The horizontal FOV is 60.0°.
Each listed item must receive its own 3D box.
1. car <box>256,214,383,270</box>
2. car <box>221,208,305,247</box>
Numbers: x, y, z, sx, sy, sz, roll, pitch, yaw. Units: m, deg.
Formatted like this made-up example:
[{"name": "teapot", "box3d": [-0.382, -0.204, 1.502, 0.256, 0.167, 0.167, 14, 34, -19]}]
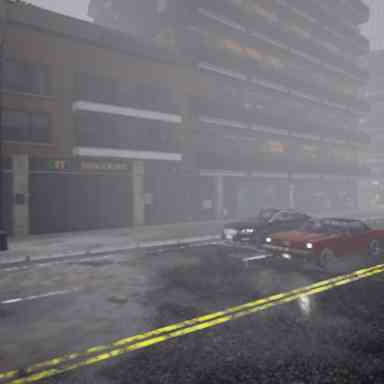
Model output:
[{"name": "car", "box3d": [4.540, 1.559, 11.094, 4.718, 1.301, 1.895, 0, 0, -37]}, {"name": "car", "box3d": [3.385, 1.451, 14.328, 4.902, 1.511, 2.128, 0, 0, -37]}]
